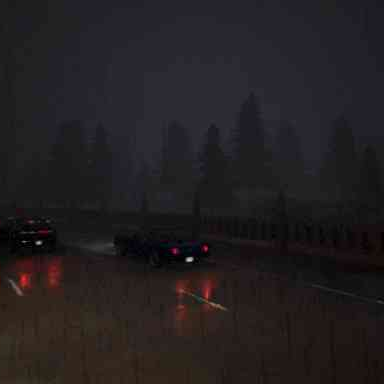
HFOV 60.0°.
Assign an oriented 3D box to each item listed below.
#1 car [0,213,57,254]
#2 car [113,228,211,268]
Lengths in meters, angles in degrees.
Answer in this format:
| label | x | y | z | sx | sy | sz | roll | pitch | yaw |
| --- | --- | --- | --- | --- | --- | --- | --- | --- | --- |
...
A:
| label | x | y | z | sx | sy | sz | roll | pitch | yaw |
| --- | --- | --- | --- | --- | --- | --- | --- | --- | --- |
| car | -7.933 | 1.950 | 15.772 | 2.128 | 1.511 | 4.902 | 3 | -3 | -39 |
| car | -1.406 | 2.060 | 13.175 | 1.895 | 1.301 | 4.718 | 2 | -3 | -36 |
